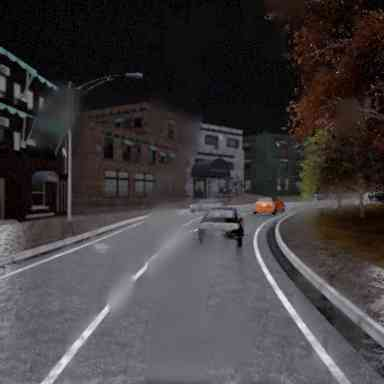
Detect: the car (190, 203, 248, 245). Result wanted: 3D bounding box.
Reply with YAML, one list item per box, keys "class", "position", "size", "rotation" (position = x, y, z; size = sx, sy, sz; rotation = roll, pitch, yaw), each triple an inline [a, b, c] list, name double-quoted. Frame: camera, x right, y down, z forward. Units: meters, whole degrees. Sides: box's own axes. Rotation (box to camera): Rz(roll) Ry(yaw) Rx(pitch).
- class: "car"
  position: [1.487, 1.475, 15.385]
  size: [2.128, 1.511, 4.902]
  rotation: [0, 0, 11]

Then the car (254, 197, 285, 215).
- class: "car"
  position: [7.610, 1.215, 32.341]
  size: [2.097, 1.767, 4.553]
  rotation: [0, 0, 28]

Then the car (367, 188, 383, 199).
- class: "car"
  position: [34.330, 0.232, 60.439]
  size: [5.566, 2.045, 2.150]
  rotation: [-2, 0, -25]

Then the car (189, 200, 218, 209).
- class: "car"
  position: [1.539, 1.507, 35.430]
  size: [1.895, 1.301, 4.718]
  rotation: [0, 0, 28]
